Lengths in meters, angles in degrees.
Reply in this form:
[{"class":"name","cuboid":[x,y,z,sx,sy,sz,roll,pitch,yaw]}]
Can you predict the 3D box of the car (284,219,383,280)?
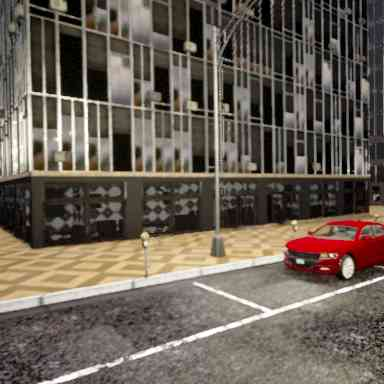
[{"class":"car","cuboid":[4.599,1.528,9.822,4.507,1.381,1.887,0,-1,-35]}]
